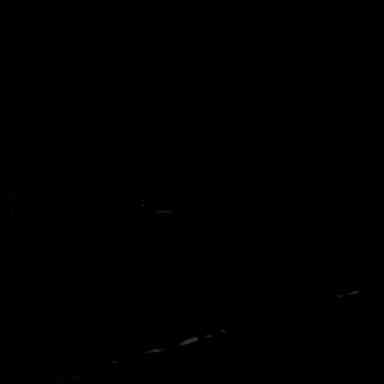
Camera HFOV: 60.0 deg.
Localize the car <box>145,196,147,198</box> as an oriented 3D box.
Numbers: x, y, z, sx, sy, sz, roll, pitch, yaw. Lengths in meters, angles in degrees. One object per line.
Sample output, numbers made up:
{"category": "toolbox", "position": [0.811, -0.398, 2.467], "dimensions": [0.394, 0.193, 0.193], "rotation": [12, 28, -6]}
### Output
{"category": "car", "position": [-7.244, 1.424, 46.845], "dimensions": [2.150, 2.045, 5.566], "rotation": [0, -1, -35]}
